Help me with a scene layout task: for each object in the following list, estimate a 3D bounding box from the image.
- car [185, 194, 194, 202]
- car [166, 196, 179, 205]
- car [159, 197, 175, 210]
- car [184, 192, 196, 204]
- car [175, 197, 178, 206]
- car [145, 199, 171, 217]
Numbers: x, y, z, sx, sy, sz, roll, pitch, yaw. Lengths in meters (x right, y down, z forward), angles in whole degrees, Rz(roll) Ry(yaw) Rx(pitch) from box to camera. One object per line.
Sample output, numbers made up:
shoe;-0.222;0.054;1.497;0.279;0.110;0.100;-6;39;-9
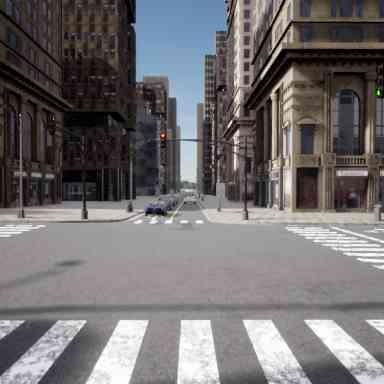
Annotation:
car;-0.536;1.338;72.844;2.097;1.767;4.553;0;0;0
car;-3.522;1.532;60.926;2.033;1.411;5.357;0;0;0
car;-3.429;1.493;40.918;1.837;1.490;4.892;0;0;0
car;-0.381;1.206;62.418;2.150;2.045;5.566;0;0;0
car;-3.485;1.512;50.248;1.812;1.442;4.674;0;0;-1
car;-3.354;1.592;31.589;1.895;1.301;4.718;0;0;-1
